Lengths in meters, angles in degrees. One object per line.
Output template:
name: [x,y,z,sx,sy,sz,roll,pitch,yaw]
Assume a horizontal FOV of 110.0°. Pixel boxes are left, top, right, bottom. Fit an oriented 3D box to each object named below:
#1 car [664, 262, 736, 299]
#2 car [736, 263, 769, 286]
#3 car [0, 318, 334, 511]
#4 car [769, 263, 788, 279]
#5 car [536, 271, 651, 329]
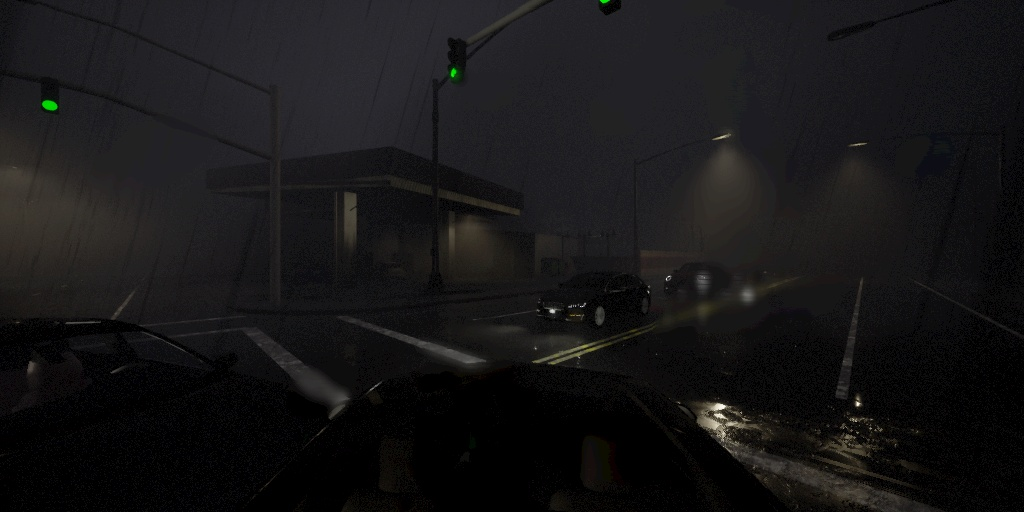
car: [9.575,1.102,18.400,2.097,1.767,4.553,0,0,45]
car: [16.446,1.314,25.365,1.994,1.385,4.181,0,0,44]
car: [-3.440,1.242,2.432,4.902,1.511,2.128,0,0,14]
car: [23.524,1.314,32.475,4.181,1.385,1.994,0,0,-45]
car: [2.790,1.255,11.500,1.837,1.490,4.892,0,0,44]
